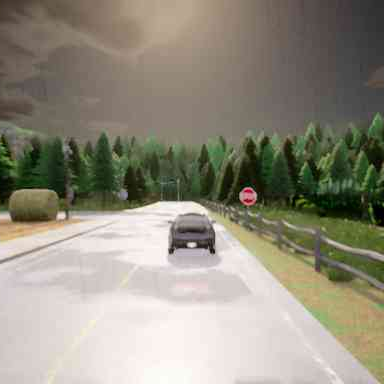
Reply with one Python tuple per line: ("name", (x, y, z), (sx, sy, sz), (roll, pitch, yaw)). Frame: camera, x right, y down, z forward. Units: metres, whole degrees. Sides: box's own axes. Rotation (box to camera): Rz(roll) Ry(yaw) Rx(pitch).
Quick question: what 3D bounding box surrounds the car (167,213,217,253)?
("car", (-0.001, 1.649, 14.291), (1.837, 1.490, 4.892), (0, 0, 0))
